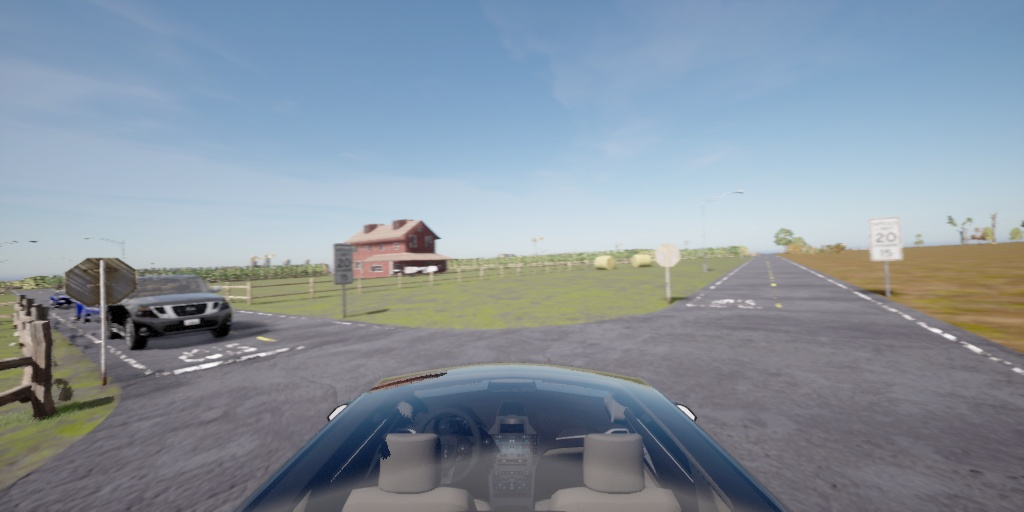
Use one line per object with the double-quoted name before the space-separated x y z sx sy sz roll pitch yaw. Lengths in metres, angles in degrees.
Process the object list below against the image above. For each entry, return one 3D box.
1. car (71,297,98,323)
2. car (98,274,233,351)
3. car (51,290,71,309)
"car" -20.207 2.409 17.893 4.674 1.442 1.812 -3 -2 35
"car" -11.129 1.603 11.517 5.566 2.045 2.150 -3 -2 35
"car" -33.080 3.198 26.974 4.718 1.301 1.895 -3 -2 35
